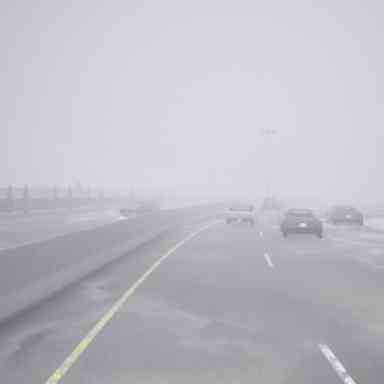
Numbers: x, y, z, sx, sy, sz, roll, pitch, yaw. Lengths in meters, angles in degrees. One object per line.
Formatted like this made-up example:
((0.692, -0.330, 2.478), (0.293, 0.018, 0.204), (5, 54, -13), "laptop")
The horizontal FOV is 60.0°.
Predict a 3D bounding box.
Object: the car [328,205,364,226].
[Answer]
((10.914, 1.590, 23.936), (1.994, 1.385, 4.181), (0, 0, 16), "car")

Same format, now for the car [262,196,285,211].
((9.977, 1.363, 40.410), (2.097, 1.767, 4.553), (0, 0, 26), "car")

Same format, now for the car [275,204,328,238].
((5.799, 1.574, 18.079), (1.994, 1.385, 4.181), (0, 0, 12), "car")

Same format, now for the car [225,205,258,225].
((3.760, 1.599, 24.436), (1.895, 1.301, 4.718), (0, 0, 16), "car")

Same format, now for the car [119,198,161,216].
((-4.985, 1.506, 32.249), (2.033, 1.411, 5.357), (0, 0, 19), "car")

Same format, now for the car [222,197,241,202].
((5.735, 1.496, 47.843), (1.837, 1.490, 4.892), (0, 0, 29), "car")

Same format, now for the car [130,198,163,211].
((-5.482, 1.458, 40.682), (1.837, 1.490, 4.892), (0, 0, 23), "car")
